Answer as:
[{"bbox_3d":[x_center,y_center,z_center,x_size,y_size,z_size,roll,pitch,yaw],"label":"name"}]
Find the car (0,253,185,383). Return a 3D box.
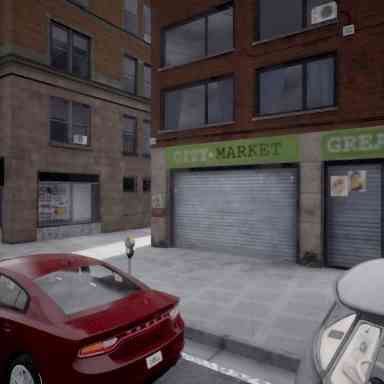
[{"bbox_3d":[-2.192,1.544,4.639,4.507,1.381,1.887,0,0,35],"label":"car"}]

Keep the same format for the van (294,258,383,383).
[{"bbox_3d":[2.417,1.341,1.352,3.998,1.788,1.690,0,0,35],"label":"van"}]
